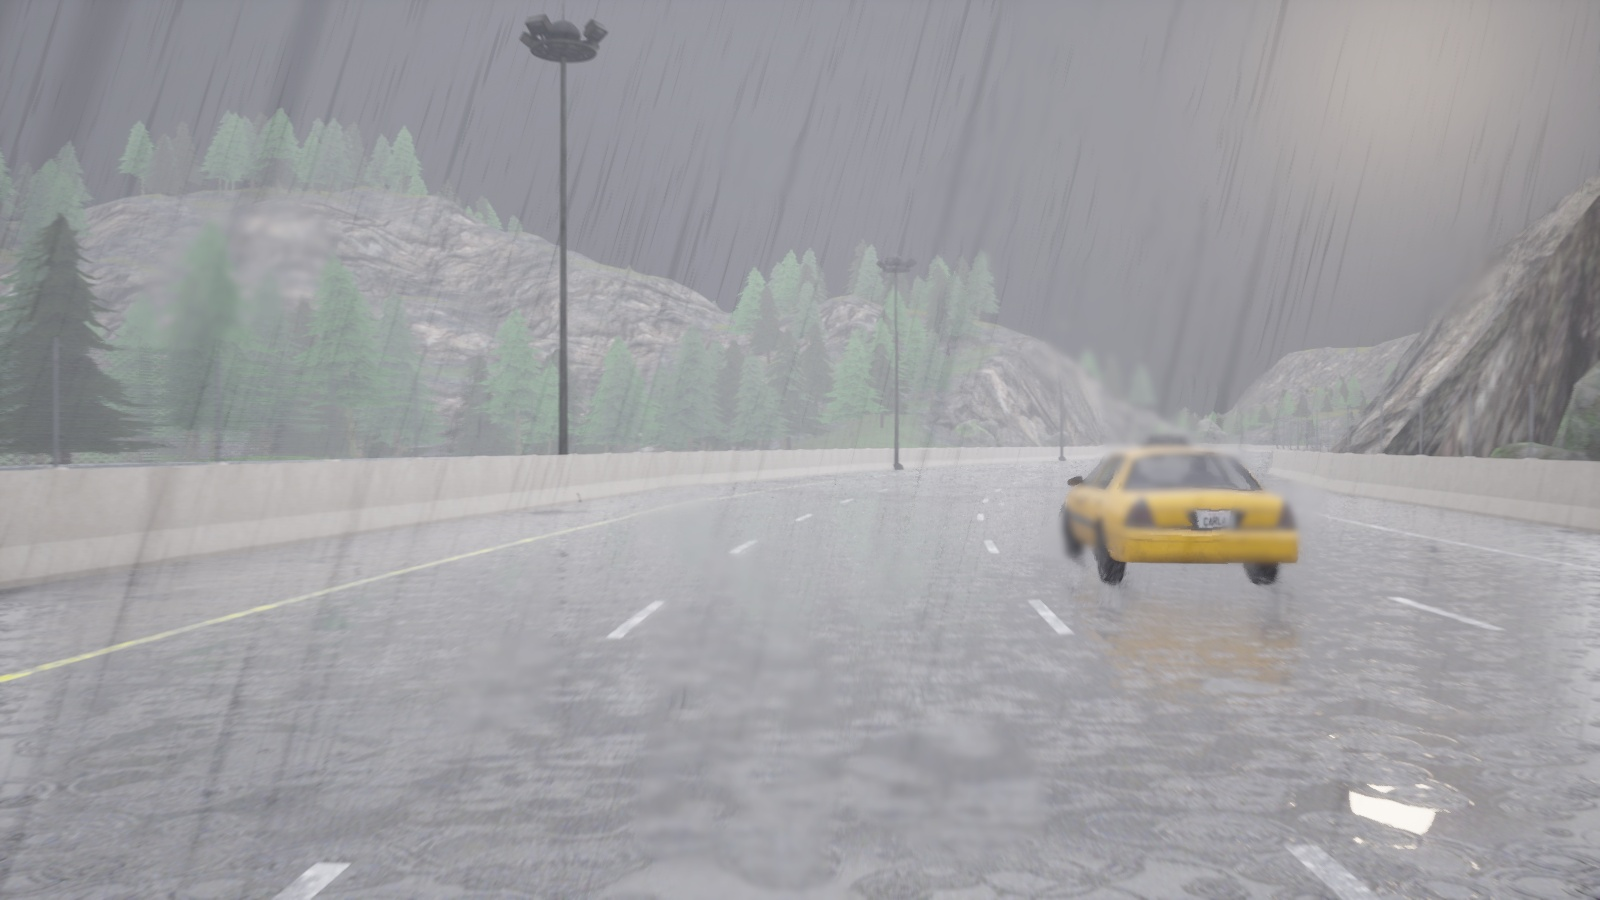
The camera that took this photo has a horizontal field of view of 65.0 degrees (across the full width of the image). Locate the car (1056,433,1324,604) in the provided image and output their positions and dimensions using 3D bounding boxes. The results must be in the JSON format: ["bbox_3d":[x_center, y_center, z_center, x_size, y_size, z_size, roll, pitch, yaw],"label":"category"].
[{"bbox_3d":[4.170,0.617,14.377,1.801,1.575,5.366,0,0,5],"label":"car"}]
